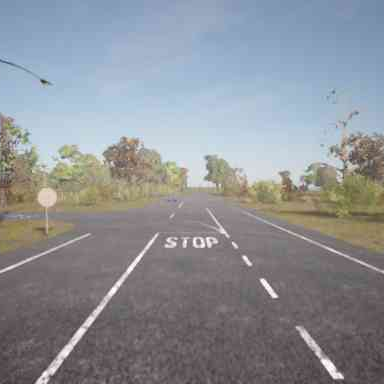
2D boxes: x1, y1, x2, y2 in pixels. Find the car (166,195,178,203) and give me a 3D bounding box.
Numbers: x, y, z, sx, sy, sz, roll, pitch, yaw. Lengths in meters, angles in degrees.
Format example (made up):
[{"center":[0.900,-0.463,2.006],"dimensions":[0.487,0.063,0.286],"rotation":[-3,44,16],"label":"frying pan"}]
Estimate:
[{"center":[-3.437,1.195,58.219],"dimensions":[2.033,1.411,5.357],"rotation":[0,0,0],"label":"car"}]
